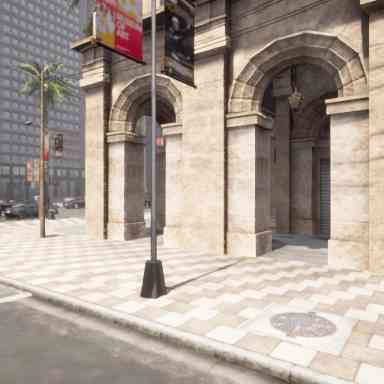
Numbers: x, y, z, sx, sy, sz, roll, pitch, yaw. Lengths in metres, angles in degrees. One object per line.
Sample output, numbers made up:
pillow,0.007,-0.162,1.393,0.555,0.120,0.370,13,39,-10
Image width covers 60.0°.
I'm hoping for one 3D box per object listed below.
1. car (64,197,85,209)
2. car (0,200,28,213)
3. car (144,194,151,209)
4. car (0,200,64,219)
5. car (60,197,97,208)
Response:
car,-15.065,1.505,45.447,1.837,1.490,4.892,0,0,36
car,-21.120,1.601,37.012,1.895,1.301,4.718,0,0,36
car,-5.876,1.477,45.906,1.882,1.535,5.008,0,0,36
car,-13.794,1.564,28.868,1.994,1.385,4.181,0,0,36
car,-16.515,1.513,48.729,2.161,1.482,4.786,0,0,35
